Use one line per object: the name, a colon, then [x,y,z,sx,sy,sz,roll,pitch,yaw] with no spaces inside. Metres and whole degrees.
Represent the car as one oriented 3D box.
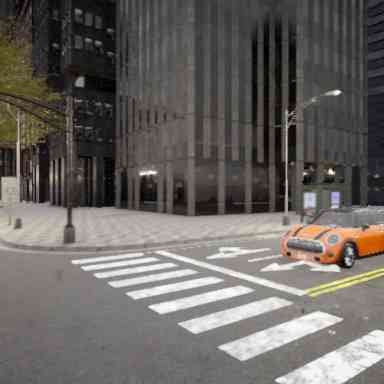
car: [5.154,1.365,11.350,4.553,1.767,2.097,0,0,-35]
